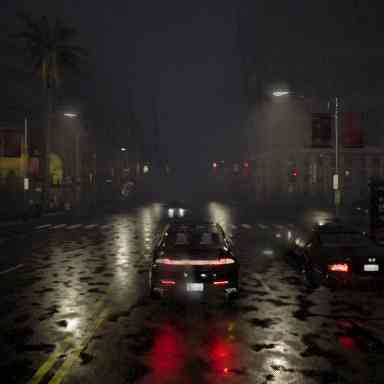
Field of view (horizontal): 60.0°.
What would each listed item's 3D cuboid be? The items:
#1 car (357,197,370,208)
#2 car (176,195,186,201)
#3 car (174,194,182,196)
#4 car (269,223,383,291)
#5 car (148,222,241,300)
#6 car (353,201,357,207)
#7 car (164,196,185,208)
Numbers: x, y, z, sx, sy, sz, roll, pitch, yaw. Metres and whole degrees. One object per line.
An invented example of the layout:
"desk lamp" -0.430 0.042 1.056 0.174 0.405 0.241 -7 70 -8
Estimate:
"car" 25.431 1.505 44.744 4.892 1.490 1.837 0 0 0
"car" -2.971 1.525 89.687 2.128 1.511 4.902 0 0 7
"car" -3.510 1.477 66.115 1.882 1.535 5.008 0 0 0
"car" 3.565 1.547 9.087 2.033 1.411 5.357 0 0 0
"car" 0.061 1.492 8.386 2.128 1.511 4.902 0 0 0
"car" 26.051 1.477 48.254 5.008 1.535 1.882 0 0 0
"car" -2.627 1.600 47.844 1.895 1.301 4.718 0 0 -16
